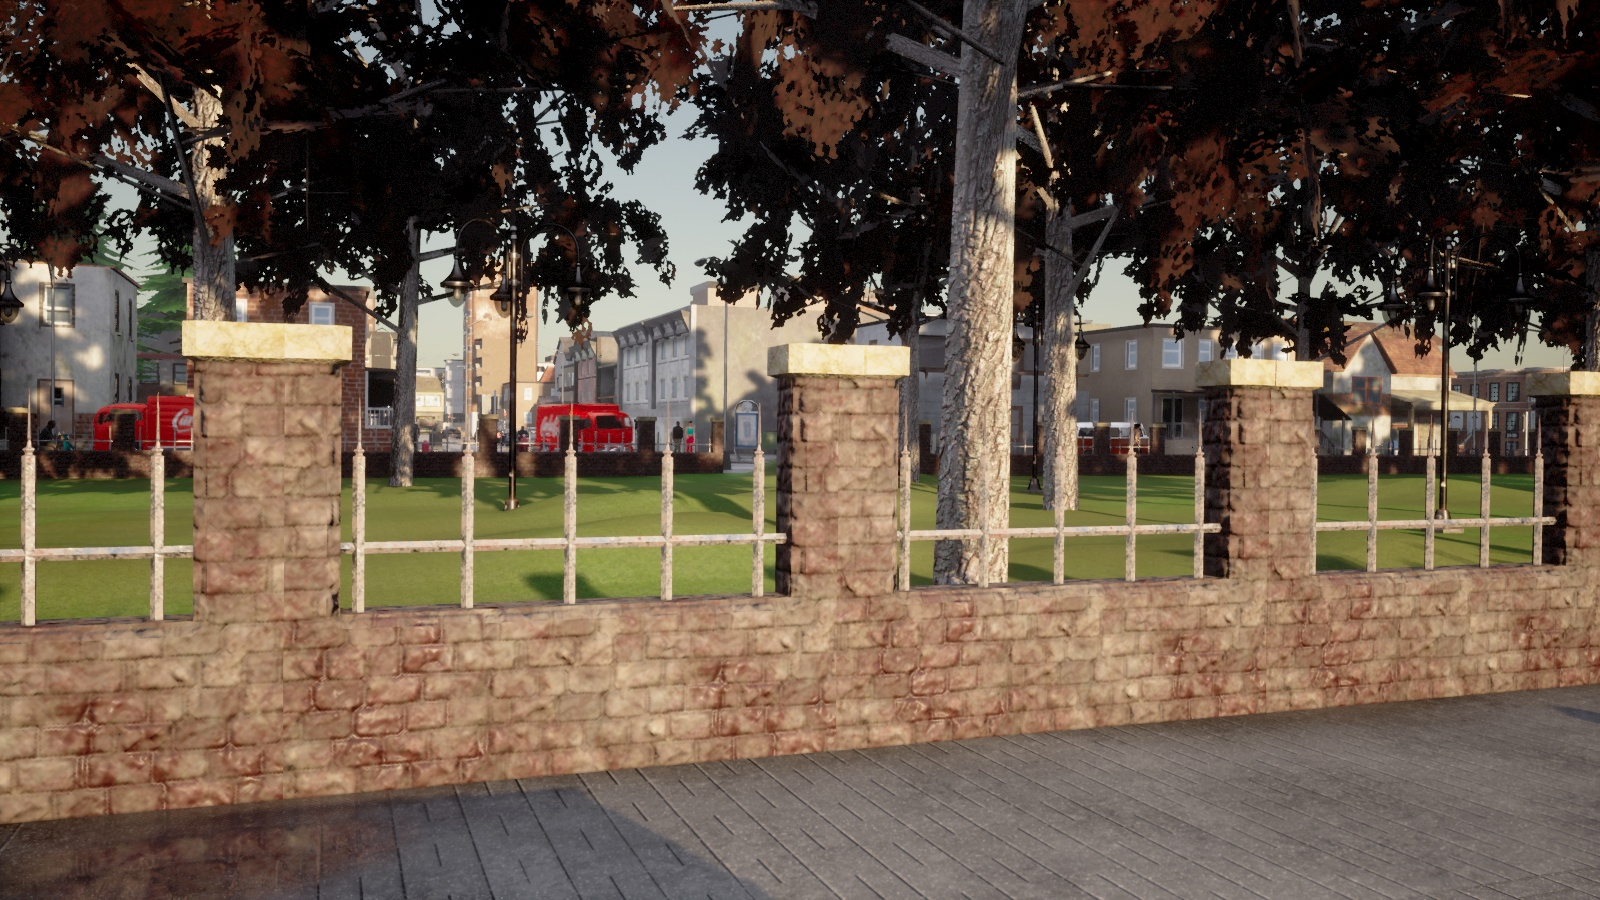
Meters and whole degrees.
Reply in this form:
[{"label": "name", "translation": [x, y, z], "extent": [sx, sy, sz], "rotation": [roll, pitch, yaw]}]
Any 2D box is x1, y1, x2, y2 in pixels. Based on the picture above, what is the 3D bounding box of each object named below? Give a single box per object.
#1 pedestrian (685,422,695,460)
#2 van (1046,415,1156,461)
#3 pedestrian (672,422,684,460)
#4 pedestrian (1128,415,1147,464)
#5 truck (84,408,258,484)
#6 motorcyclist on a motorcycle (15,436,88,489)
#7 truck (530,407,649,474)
[{"label": "pedestrian", "translation": [-5.369, -0.433, 61.368], "extent": [0.345, 1.836, 0.594], "rotation": [-1, 1, -15]}, {"label": "van", "translation": [13.751, -0.562, 57.438], "extent": [4.480, 2.038, 2.069], "rotation": [-1, 1, -21]}, {"label": "pedestrian", "translation": [-5.988, -0.429, 61.558], "extent": [0.431, 1.840, 0.703], "rotation": [-1, 1, -16]}, {"label": "pedestrian", "translation": [12.627, -0.394, 47.015], "extent": [0.594, 1.836, 0.345], "rotation": [-1, 1, -21]}, {"label": "truck", "translation": [-21.850, -0.177, 43.939], "extent": [5.204, 2.467, 2.627], "rotation": [-2, 1, -22]}, {"label": "motorcyclist on a motorcycle", "translation": [-23.256, 0.367, 39.053], "extent": [1.817, 1.590, 0.866], "rotation": [-1, 1, -22]}, {"label": "truck", "translation": [-8.398, -0.410, 49.657], "extent": [2.627, 2.467, 5.204], "rotation": [-3, 2, -34]}]
